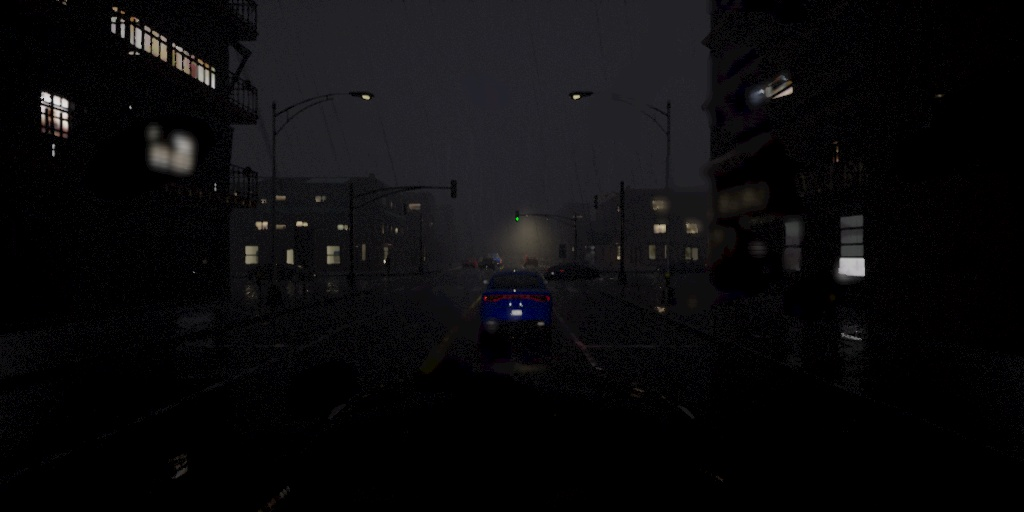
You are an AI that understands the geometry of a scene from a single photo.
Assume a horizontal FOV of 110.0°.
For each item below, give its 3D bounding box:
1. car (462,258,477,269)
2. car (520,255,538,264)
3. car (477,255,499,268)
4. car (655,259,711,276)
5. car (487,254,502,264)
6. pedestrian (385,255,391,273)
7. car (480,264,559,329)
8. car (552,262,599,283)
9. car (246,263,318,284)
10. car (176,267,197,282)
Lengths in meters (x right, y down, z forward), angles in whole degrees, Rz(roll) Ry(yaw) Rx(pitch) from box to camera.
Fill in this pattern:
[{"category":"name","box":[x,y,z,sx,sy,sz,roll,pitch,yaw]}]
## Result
[{"category":"car","box":[-5.680,1.014,48.770,1.888,1.381,4.507,0,0,0]},{"category":"car","box":[2.800,0.754,54.273,2.192,1.841,5.009,0,0,0]},{"category":"car","box":[-3.000,0.992,45.358,1.837,1.490,4.892,0,0,0]},{"category":"car","box":[14.424,0.956,30.460,4.181,1.385,1.994,-1,0,0]},{"category":"car","box":[-2.976,0.656,55.309,2.150,2.045,5.566,0,0,1]},{"category":"pedestrian","box":[-12.440,0.825,36.036,0.375,1.860,0.375,0,1,0]},{"category":"car","box":[0.117,1.169,10.983,1.882,1.535,5.008,0,1,0]},{"category":"car","box":[4.354,1.130,25.731,4.181,1.385,1.994,-1,-1,-39]},{"category":"car","box":[-17.456,1.279,27.310,4.892,1.490,1.837,-1,0,0]},{"category":"car","box":[-26.907,1.239,27.326,4.553,1.767,2.097,-1,0,0]}]
